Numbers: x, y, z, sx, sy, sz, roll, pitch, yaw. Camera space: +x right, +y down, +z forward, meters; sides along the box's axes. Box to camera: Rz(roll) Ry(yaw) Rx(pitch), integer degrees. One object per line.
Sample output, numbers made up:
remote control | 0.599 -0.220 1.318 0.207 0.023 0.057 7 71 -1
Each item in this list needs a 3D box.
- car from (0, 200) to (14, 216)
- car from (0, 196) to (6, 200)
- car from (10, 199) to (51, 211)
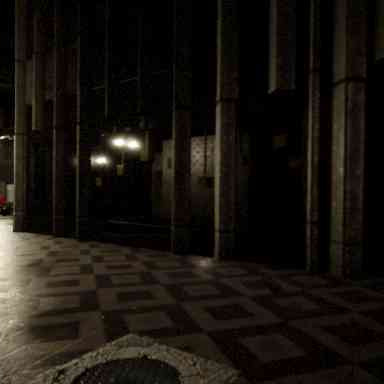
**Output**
car | -17.218 1.757 33.691 1.947 1.339 4.313 1 0 35
car | -24.161 1.373 38.630 2.192 1.841 5.009 1 0 35
car | -20.899 1.653 43.233 1.947 1.339 4.313 1 0 35
